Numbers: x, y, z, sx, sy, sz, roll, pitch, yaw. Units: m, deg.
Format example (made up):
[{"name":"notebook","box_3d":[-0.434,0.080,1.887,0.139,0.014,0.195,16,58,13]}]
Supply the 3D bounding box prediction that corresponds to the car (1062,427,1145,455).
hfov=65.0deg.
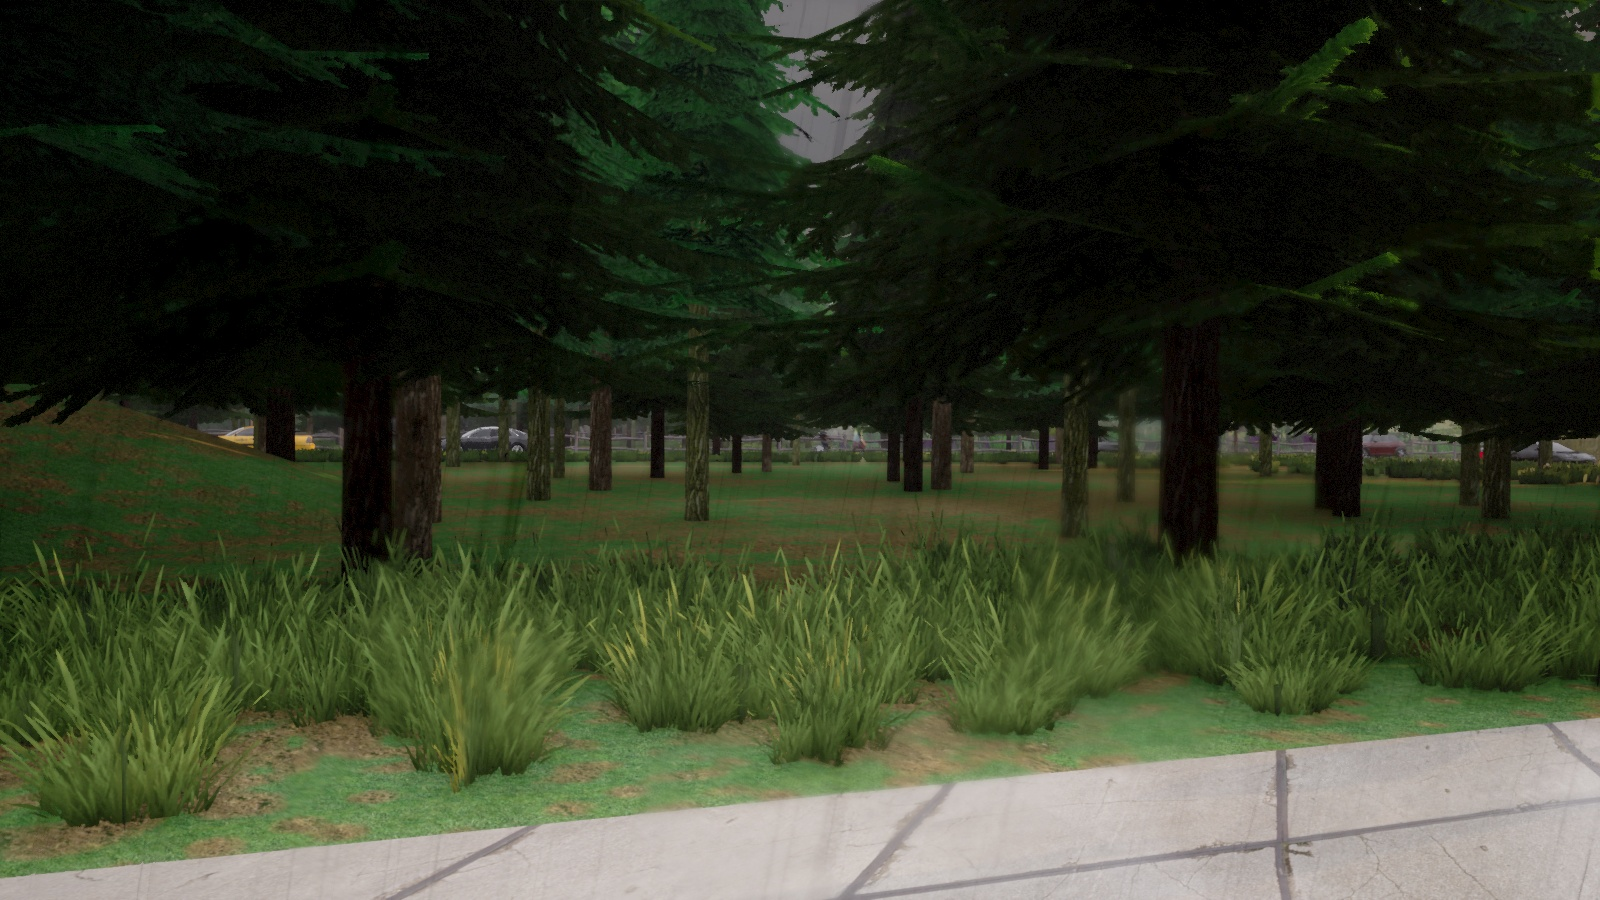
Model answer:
[{"name":"car","box_3d":[16.977,-0.523,70.245,4.193,1.474,1.816,-1,1,-19]}]

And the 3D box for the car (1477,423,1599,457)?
[{"name":"car","box_3d":[33.875,-0.477,57.490,2.163,1.488,4.792,-1,1,-22]}]

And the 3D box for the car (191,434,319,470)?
[{"name":"car","box_3d":[-25.178,0.062,58.221,5.366,1.575,1.801,-1,1,-21]}]

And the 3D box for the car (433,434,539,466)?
[{"name":"car","box_3d":[-15.475,-0.037,61.913,4.892,1.490,1.837,-1,1,-21]}]

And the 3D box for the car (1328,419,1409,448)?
[{"name":"car","box_3d":[36.553,-1.060,80.764,4.553,1.767,2.097,-1,1,-19]}]

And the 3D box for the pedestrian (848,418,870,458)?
[{"name":"pedestrian","box_3d":[2.871,-0.577,61.065,0.873,1.952,0.659,-1,1,-33]}]
